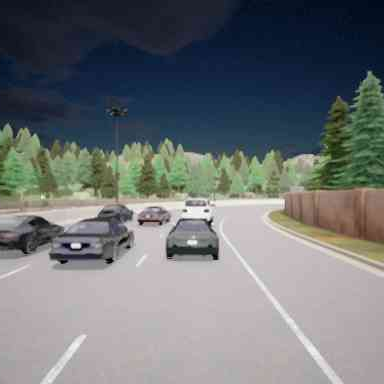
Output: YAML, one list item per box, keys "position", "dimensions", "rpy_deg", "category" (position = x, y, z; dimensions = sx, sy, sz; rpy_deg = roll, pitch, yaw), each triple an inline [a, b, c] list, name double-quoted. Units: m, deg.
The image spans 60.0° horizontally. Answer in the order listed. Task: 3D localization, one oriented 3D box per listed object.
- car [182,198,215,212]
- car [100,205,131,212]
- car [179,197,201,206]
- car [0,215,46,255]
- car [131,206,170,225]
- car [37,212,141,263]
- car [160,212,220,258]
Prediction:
- position: [0.556, 1.518, 26.321]
  dimensions: [2.150, 2.045, 5.566]
  rpy_deg: [0, 0, 7]
  category: "car"
- position: [-6.265, 1.818, 27.949]
  dimensions: [1.837, 1.490, 4.892]
  rpy_deg: [0, 0, 8]
  category: "car"
- position: [-0.430, 2.050, 74.371]
  dimensions: [2.150, 2.045, 5.566]
  rpy_deg: [0, -1, 32]
  category: "car"
- position: [-6.958, 1.681, 13.878]
  dimensions: [1.812, 1.442, 4.674]
  rpy_deg: [0, 0, 1]
  category: "car"
- position: [-2.929, 1.845, 26.647]
  dimensions: [2.033, 1.411, 5.357]
  rpy_deg: [0, -1, 7]
  category: "car"
- position: [-3.487, 1.688, 12.521]
  dimensions: [2.033, 1.411, 5.357]
  rpy_deg: [0, -1, 0]
  category: "car"
- position: [0.032, 1.715, 13.385]
  dimensions: [1.994, 1.385, 4.181]
  rpy_deg: [0, -1, 1]
  category: "car"
